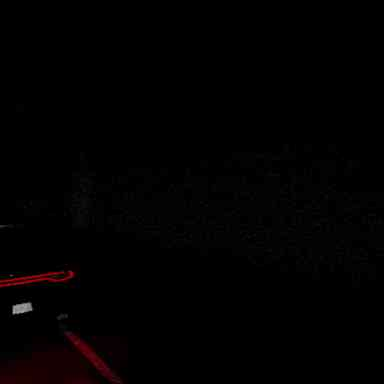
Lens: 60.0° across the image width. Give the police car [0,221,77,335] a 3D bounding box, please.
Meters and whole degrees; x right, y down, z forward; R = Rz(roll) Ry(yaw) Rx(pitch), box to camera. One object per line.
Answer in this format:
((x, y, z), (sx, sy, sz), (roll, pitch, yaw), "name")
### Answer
((-3.976, 1.435, 6.701), (1.930, 1.638, 5.238), (-1, 0, -38), "police car")
